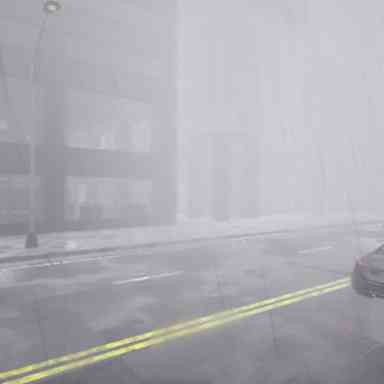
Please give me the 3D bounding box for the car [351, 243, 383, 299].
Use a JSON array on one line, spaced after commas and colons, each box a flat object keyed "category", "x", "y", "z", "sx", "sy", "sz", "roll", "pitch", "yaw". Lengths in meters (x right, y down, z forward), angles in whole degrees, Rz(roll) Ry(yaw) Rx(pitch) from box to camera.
[{"category": "car", "x": 5.400, "y": 1.573, "z": 7.343, "sx": 4.181, "sy": 1.385, "sz": 1.994, "roll": 0, "pitch": 0, "yaw": -35}]
